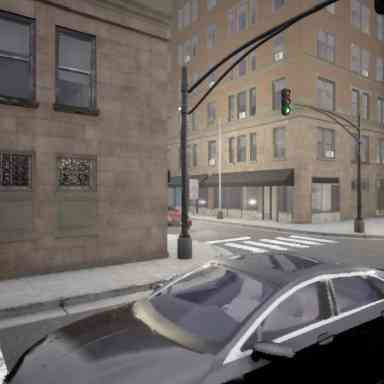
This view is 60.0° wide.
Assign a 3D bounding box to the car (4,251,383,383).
[{"bbox_3d":[0.714,1.491,3.595,4.902,1.511,2.128,0,0,-32],"label":"car"}]

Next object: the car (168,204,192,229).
[{"bbox_3d":[-1.890,1.426,19.828,1.812,1.442,4.674,0,0,-36],"label":"car"}]
